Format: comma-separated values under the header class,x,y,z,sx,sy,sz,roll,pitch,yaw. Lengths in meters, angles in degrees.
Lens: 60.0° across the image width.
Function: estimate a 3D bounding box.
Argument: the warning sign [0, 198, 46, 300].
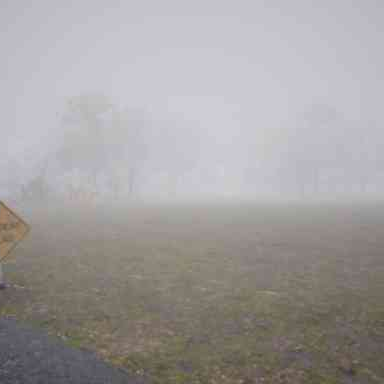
class,x,y,z,sx,sy,sz,roll,pitch,yaw
warning sign,-3.856,1.076,6.666,1.060,1.860,1.300,-1,0,36
